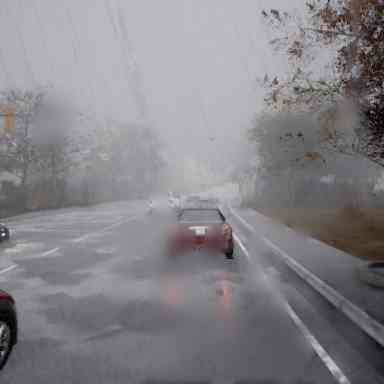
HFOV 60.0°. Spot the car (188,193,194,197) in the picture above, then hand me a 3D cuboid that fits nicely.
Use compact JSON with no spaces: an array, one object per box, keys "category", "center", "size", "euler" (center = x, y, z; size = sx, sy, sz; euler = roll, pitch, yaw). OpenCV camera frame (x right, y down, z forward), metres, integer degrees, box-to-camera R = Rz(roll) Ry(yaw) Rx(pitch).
[{"category":"car","center":[0.278,0.980,58.926],"size":[1.812,1.442,4.674],"euler":[0,1,7]}]

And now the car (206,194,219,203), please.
[{"category":"car","center":[3.569,1.069,57.599],"size":[1.895,1.301,4.718],"euler":[0,1,7]}]

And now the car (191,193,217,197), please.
[{"category":"car","center":[1.359,1.180,33.639],"size":[2.128,1.511,4.902],"euler":[0,1,4]}]

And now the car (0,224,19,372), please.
[{"category":"car","center":[-3.352,1.326,2.557],"size":[2.097,1.767,4.553],"euler":[0,1,0]}]

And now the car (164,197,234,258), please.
[{"category":"car","center":[0.319,1.237,12.356],"size":[2.097,1.767,4.553],"euler":[0,1,1]}]

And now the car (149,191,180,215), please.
[{"category":"car","center":[-2.394,0.942,30.070],"size":[2.150,2.045,5.566],"euler":[0,1,4]}]
